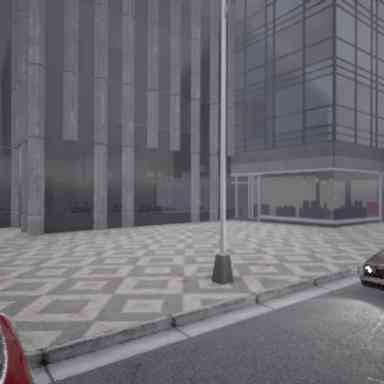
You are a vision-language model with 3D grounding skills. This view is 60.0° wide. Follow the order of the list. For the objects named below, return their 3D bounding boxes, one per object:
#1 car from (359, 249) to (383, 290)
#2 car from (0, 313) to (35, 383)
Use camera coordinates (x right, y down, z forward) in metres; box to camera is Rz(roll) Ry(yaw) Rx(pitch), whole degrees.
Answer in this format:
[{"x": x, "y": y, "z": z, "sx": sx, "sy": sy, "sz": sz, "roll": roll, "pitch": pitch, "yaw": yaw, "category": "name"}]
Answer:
[{"x": 6.166, "y": 1.520, "z": 7.968, "sx": 5.357, "sy": 1.411, "sz": 2.033, "roll": 0, "pitch": 0, "yaw": -37, "category": "car"}, {"x": -3.008, "y": 1.357, "z": 1.307, "sx": 4.553, "sy": 1.767, "sz": 2.097, "roll": 0, "pitch": 0, "yaw": -34, "category": "car"}]
